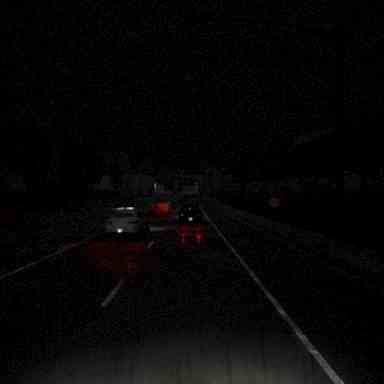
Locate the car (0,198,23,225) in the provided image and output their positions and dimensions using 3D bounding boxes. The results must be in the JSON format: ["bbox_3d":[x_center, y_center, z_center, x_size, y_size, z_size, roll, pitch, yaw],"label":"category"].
[{"bbox_3d":[-14.289,1.456,23.831,2.150,2.045,5.566,0,-1,0],"label":"car"}]

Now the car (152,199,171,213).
[{"bbox_3d":[-3.744,1.624,40.612,2.097,1.767,4.553,0,0,-1],"label":"car"}]

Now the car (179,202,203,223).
[{"bbox_3d":[-0.129,1.806,27.812,1.895,1.301,4.718,0,0,-1],"label":"car"}]

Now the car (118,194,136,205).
[{"bbox_3d":[-10.991,1.406,56.784,2.150,2.045,5.566,0,0,-1],"label":"car"}]

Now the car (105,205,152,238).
[{"bbox_3d":[-3.547,1.677,18.520,1.812,1.442,4.674,0,-1,-1],"label":"car"}]
